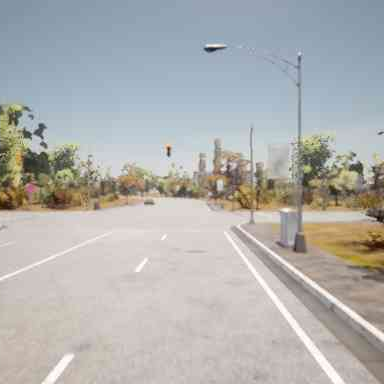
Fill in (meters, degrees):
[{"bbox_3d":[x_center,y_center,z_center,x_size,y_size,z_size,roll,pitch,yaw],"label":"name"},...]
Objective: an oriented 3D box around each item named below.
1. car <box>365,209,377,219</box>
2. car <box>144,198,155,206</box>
[{"bbox_3d":[18.657,1.864,30.151,5.357,1.411,2.033,0,-1,-2],"label":"car"},{"bbox_3d":[-9.368,2.137,72.919,1.882,1.535,5.008,0,0,1],"label":"car"}]
